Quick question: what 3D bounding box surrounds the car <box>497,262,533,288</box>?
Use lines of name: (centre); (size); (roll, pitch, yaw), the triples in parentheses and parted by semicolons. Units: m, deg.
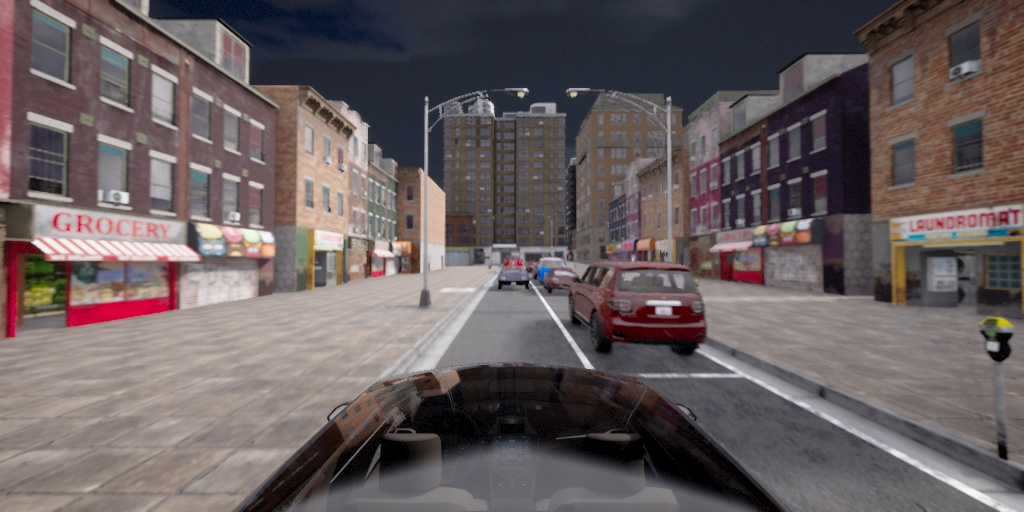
car: (0.092, 1.282, 22.599); (1.895, 1.301, 4.718); (0, 0, 0)

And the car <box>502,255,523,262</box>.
car: (0.097, 0.882, 40.604); (2.150, 2.045, 5.566); (0, 0, -1)

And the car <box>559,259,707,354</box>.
car: (2.638, 1.036, 8.678); (2.192, 1.841, 5.009); (0, 0, 0)

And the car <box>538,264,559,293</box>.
car: (2.637, 1.270, 19.554); (1.802, 1.307, 4.207); (0, 0, 0)

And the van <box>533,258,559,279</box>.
van: (2.637, 1.017, 24.991); (1.690, 1.789, 3.998); (0, 0, 0)

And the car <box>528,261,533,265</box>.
car: (2.637, 1.213, 30.429); (1.888, 1.381, 4.507); (0, 0, 0)
